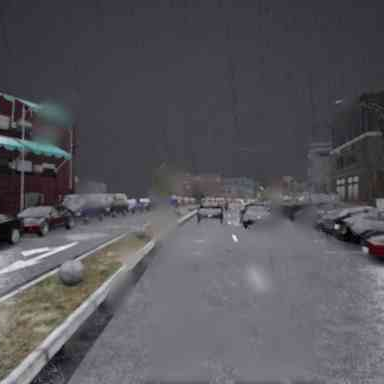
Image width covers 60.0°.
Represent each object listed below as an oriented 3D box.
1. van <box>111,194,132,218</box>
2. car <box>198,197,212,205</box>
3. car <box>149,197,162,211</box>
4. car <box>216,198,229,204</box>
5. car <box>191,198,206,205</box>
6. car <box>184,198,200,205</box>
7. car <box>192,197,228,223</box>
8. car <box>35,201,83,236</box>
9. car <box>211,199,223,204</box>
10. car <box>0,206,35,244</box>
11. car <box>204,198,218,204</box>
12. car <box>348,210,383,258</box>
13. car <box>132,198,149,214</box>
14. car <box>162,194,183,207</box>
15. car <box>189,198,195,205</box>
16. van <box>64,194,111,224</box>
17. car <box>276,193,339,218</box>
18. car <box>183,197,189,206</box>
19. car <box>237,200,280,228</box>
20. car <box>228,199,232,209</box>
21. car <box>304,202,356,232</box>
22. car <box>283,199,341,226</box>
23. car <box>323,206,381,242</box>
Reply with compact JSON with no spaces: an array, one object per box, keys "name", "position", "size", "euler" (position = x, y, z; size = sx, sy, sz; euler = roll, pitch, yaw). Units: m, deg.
[{"name":"van","position":[-7.083,1.155,29.121],"size":[1.878,1.987,4.442],"euler":[0,0,7]},{"name":"car","position":[3.162,2.054,78.162],"size":[2.185,1.767,4.553],"euler":[0,-2,18]},{"name":"car","position":[-5.562,1.460,40.231],"size":[2.002,1.452,4.674],"euler":[0,-1,9]},{"name":"car","position":[8.595,2.592,93.858],"size":[2.231,1.521,4.892],"euler":[0,-2,21]},{"name":"car","position":[1.534,2.067,72.668],"size":[2.163,1.488,4.792],"euler":[0,-2,16]},{"name":"car","position":[0.067,1.940,67.348],"size":[2.002,1.452,4.674],"euler":[0,-2,15]},{"name":"car","position":[1.420,1.387,24.845],"size":[2.128,1.511,4.902],"euler":[0,0,5]},{"name":"car","position":[-8.120,1.451,18.173],"size":[2.163,1.488,4.792],"euler":[0,0,5]},{"name":"car","position":[6.669,2.491,88.656],"size":[2.002,1.452,4.674],"euler":[0,-2,20]},{"name":"car","position":[-8.466,1.446,12.691],"size":[2.097,1.535,5.008],"euler":[0,0,4]},{"name":"car","position":[4.855,2.315,83.415],"size":[2.097,1.535,5.008],"euler":[0,-2,19]},{"name":"car","position":[8.032,1.476,10.718],"size":[4.792,1.488,2.163],"euler":[0,0,3]},{"name":"car","position":[-6.355,1.429,34.745],"size":[2.002,1.452,4.674],"euler":[0,0,8]},{"name":"car","position":[-3.671,1.296,51.117],"size":[2.435,2.045,5.566],"euler":[0,-1,12]},{"name":"car","position":[-1.261,1.767,62.094],"size":[2.231,1.521,4.892],"euler":[0,-2,14]},{"name":"van","position":[-7.655,1.168,23.612],"size":[1.878,1.987,4.442],"euler":[0,0,6]},{"name":"car","position":[9.300,1.103,27.182],"size":[5.566,2.045,2.435],"euler":[0,0,7]},{"name":"car","position":[-2.519,1.520,56.604],"size":[2.185,1.767,4.553],"euler":[0,-1,13]},{"name":"car","position":[4.146,1.470,21.579],"size":[1.994,1.385,4.181],"euler":[0,0,5]},{"name":"car","position":[3.688,1.453,42.141],"size":[1.837,1.490,4.892],"euler":[0,-1,9]},{"name":"car","position":[8.357,1.416,16.170],"size":[4.892,1.521,2.231],"euler":[0,0,4]},{"name":"car","position":[8.759,1.406,21.744],"size":[4.792,1.488,2.163],"euler":[0,0,6]},{"name":"car","position":[8.227,1.461,13.440],"size":[4.792,1.488,2.163],"euler":[0,0,4]}]
